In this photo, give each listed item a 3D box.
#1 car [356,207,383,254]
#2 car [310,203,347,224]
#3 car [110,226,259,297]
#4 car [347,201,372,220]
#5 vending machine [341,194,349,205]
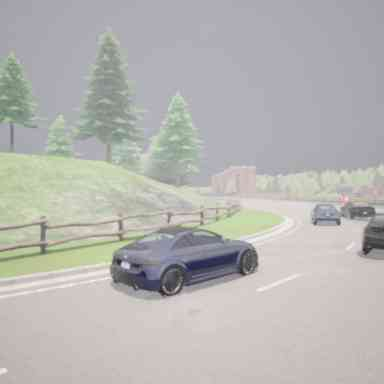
[{"bbox_3d":[7.886,1.537,12.941,1.837,1.490,4.892,0,0,35],"label":"car"},{"bbox_3d":[10.152,1.636,25.469,2.033,1.411,5.357,0,0,17],"label":"car"},{"bbox_3d":[-0.042,1.616,8.887,4.181,1.385,1.994,0,0,-43],"label":"car"},{"bbox_3d":[14.517,1.566,29.435,1.882,1.535,5.008,0,0,11],"label":"car"},{"bbox_3d":[28.910,1.392,62.976,1.100,2.100,0.880,0,0,-2],"label":"vending machine"}]
